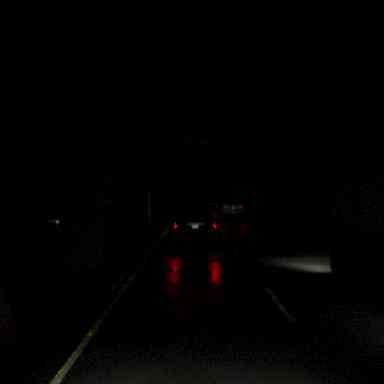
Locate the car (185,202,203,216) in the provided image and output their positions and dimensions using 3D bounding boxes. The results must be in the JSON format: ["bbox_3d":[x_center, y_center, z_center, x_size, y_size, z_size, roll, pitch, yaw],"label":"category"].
[{"bbox_3d":[0.188,1.796,36.413,1.895,1.301,4.718,0,0,0],"label":"car"}]

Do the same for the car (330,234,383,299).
[{"bbox_3d":[4.565,1.566,6.910,1.812,1.442,4.674,0,0,0],"label":"car"}]

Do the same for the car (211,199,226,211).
[{"bbox_3d":[3.585,1.771,45.476,1.812,1.442,4.674,0,0,1],"label":"car"}]

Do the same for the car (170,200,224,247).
[{"bbox_3d":[0.137,1.436,15.528,2.097,1.767,4.553,0,0,0],"label":"car"}]

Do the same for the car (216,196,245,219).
[{"bbox_3d":[3.562,1.390,30.778,2.150,2.045,5.566,0,0,2],"label":"car"}]
